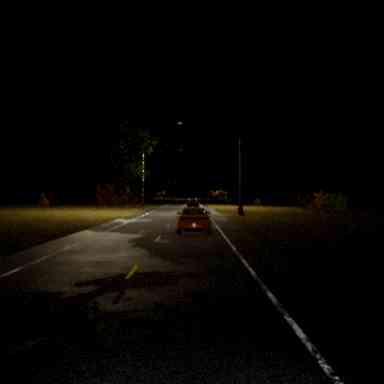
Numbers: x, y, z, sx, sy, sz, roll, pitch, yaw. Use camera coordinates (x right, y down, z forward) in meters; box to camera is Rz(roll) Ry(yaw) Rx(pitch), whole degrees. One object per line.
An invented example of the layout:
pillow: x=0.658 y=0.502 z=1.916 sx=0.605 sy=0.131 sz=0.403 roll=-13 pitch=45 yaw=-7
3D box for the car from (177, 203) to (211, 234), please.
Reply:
car: x=0.110 y=1.647 z=20.367 sx=1.882 sy=1.535 sz=5.008 roll=0 pitch=0 yaw=0

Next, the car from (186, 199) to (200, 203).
car: x=0.123 y=1.924 z=52.043 sx=1.837 sy=1.490 sz=4.892 roll=0 pitch=0 yaw=0
